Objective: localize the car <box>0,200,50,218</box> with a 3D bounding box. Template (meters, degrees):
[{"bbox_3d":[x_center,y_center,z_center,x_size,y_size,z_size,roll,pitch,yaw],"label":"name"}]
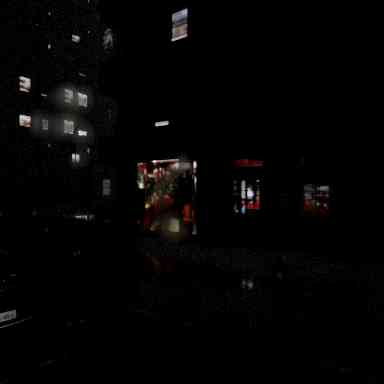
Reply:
[{"bbox_3d":[-13.963,1.348,26.072,2.008,1.369,4.403,1,1,35],"label":"car"}]

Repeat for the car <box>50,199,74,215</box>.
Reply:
[{"bbox_3d":[-10.867,1.248,30.492,1.752,1.417,4.829,1,1,35],"label":"car"}]

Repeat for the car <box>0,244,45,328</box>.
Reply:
[{"bbox_3d":[-4.430,1.551,6.047,4.403,1.369,2.008,0,0,36],"label":"car"}]

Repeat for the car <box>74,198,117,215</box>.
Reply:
[{"bbox_3d":[-8.037,1.269,30.036,1.994,1.385,4.181,0,1,35],"label":"car"}]
